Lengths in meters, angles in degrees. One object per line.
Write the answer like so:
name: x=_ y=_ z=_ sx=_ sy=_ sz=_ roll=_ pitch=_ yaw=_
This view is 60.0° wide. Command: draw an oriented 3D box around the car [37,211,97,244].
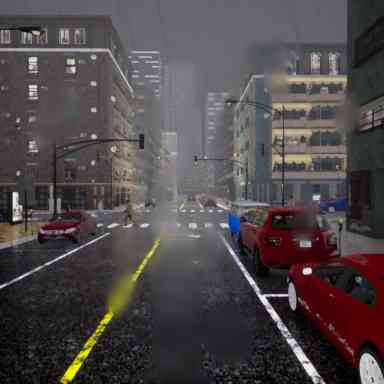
car: x=-5.708 y=1.581 z=15.750 sx=1.802 sy=1.307 sz=4.206 roll=0 pitch=0 yaw=0

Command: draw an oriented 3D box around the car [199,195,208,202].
car: x=2.645 y=1.572 z=53.673 sx=1.947 sy=1.339 sz=4.313 roll=0 pitch=0 yaw=0

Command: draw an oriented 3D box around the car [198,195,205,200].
car: x=2.615 y=1.558 z=92.507 sx=1.752 sy=1.417 sz=4.829 roll=-1 pitch=0 yaw=0

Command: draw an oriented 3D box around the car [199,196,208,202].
car: x=2.628 y=1.585 z=75.767 sx=1.947 sy=1.339 sz=4.313 roll=0 pitch=0 yaw=0

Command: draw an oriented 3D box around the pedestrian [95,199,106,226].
pedestrian: x=-5.922 y=1.293 z=21.511 sx=0.375 sy=1.860 sz=0.375 roll=0 pitch=0 yaw=0

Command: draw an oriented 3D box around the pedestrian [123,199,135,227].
pedestrian: x=-3.960 y=1.292 z=20.941 sx=0.375 sy=1.860 sz=0.375 roll=0 pitch=0 yaw=0

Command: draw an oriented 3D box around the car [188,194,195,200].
car: x=-0.064 y=1.339 z=87.609 sx=1.882 sy=1.535 sz=5.008 roll=0 pitch=0 yaw=0

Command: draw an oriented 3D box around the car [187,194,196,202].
car: x=-0.058 y=1.368 z=77.574 sx=2.097 sy=1.767 sz=4.553 roll=0 pitch=0 yaw=0

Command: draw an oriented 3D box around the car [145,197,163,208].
car: x=-5.732 y=1.569 z=48.156 sx=1.947 sy=1.339 sz=4.313 roll=0 pitch=0 yaw=0

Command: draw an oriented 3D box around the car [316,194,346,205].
car: x=14.918 y=1.226 z=32.718 sx=5.008 sy=1.535 sz=1.882 roll=-1 pitch=0 yaw=0

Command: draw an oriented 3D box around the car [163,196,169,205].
car: x=-5.741 y=1.575 z=59.203 sx=1.947 sy=1.339 sz=4.313 roll=0 pitch=0 yaw=0

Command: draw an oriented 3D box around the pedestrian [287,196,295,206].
pedestrian: x=6.028 y=1.140 z=20.281 sx=0.375 sy=1.860 sz=0.375 roll=0 pitch=0 yaw=0

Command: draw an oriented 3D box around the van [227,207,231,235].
van: x=2.671 y=1.340 z=15.755 sx=1.690 sy=1.788 sz=3.998 roll=0 pitch=0 yaw=0

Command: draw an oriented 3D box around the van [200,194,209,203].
van: x=2.630 y=1.357 z=70.243 sx=1.690 sy=1.788 sz=3.998 roll=0 pitch=0 yaw=0

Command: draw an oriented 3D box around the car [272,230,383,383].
car: x=2.681 y=1.544 z=4.699 sx=1.887 sy=1.381 sz=4.507 roll=0 pitch=0 yaw=0

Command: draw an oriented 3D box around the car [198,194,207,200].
car: x=2.636 y=1.557 z=64.720 sx=1.887 sy=1.381 sz=4.507 roll=0 pitch=0 yaw=0

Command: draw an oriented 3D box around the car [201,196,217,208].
car: x=2.649 y=1.585 z=48.150 sx=1.802 sy=1.307 sz=4.206 roll=0 pitch=0 yaw=0

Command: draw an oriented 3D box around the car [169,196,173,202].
car: x=-5.753 y=1.564 z=75.773 sx=1.887 sy=1.381 sz=4.507 roll=0 pitch=0 yaw=0

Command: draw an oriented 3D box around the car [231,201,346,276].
car: x=2.675 y=1.314 z=10.228 sx=2.192 sy=1.841 sz=5.009 roll=0 pitch=0 yaw=0

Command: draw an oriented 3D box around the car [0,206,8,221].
car: x=-17.629 y=1.809 z=29.259 sx=4.181 sy=1.385 sz=1.994 roll=-1 pitch=0 yaw=0

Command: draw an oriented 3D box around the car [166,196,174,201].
car: x=-5.761 y=1.610 z=86.820 sx=1.802 sy=1.307 sz=4.206 roll=0 pitch=0 yaw=0
